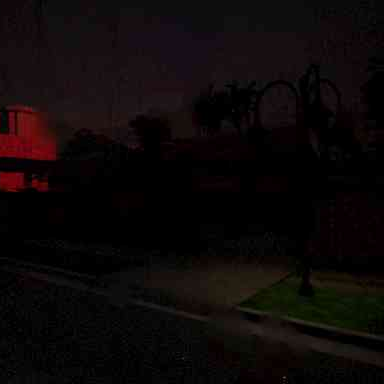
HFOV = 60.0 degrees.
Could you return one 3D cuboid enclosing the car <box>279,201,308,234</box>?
[{"bbox_3d":[6.230,1.179,16.979,2.152,1.636,5.027,-1,0,36],"label":"car"}]
